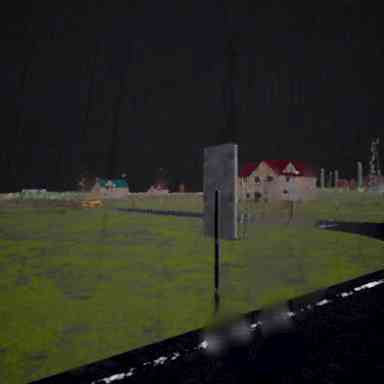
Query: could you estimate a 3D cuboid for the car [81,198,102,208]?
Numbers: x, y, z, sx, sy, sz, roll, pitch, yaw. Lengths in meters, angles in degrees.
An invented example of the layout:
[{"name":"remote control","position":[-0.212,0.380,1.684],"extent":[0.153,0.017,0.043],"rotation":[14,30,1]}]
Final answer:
[{"name":"car","position":[-15.761,1.729,52.134],"extent":[1.882,1.535,5.008],"rotation":[0,-1,-36]}]
